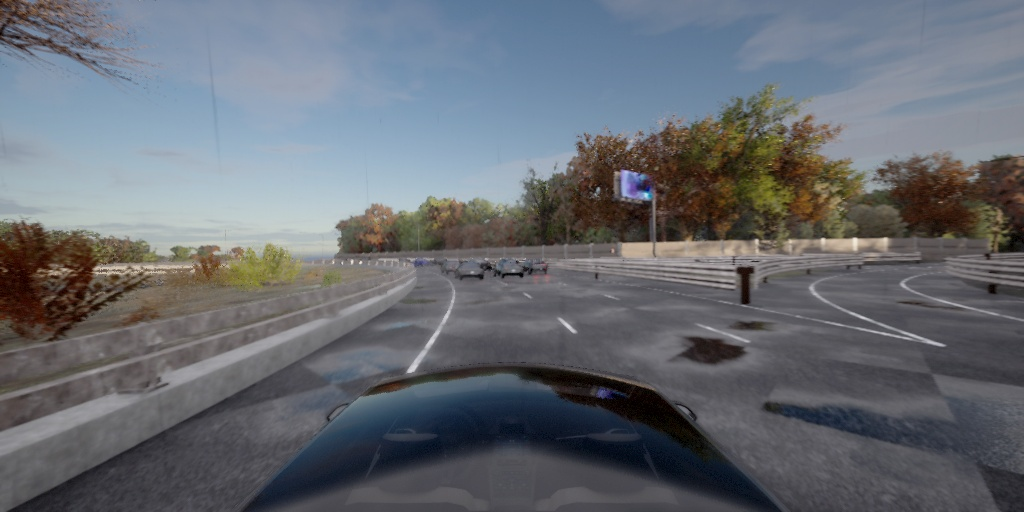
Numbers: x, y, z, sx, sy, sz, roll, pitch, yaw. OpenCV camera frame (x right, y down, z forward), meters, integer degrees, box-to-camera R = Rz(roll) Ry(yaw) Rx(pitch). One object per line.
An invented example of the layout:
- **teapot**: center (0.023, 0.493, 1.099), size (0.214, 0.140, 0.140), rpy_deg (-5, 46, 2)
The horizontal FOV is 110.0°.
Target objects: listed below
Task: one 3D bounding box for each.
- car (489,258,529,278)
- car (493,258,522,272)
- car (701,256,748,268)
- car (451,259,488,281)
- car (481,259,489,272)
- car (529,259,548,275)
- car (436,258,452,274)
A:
- **car**: center (-0.369, 1.153, 31.242), size (1.994, 1.385, 4.181), rpy_deg (-1, 0, -15)
- **car**: center (-0.601, 1.033, 42.936), size (1.837, 1.490, 4.892), rpy_deg (-1, 1, -22)
- **car**: center (22.221, 0.682, 37.685), size (4.674, 1.442, 1.812), rpy_deg (-1, 0, 12)
- **car**: center (-3.561, 1.218, 29.641), size (1.994, 1.385, 4.181), rpy_deg (-1, 0, -15)
- **car**: center (-4.005, 1.068, 42.045), size (1.882, 1.535, 5.008), rpy_deg (-1, 1, -22)
- **car**: center (2.011, 1.013, 35.686), size (2.128, 1.511, 4.902), rpy_deg (-1, 0, -17)
- **car**: center (-6.504, 1.200, 38.879), size (2.033, 1.411, 5.357), rpy_deg (-1, 0, -20)
